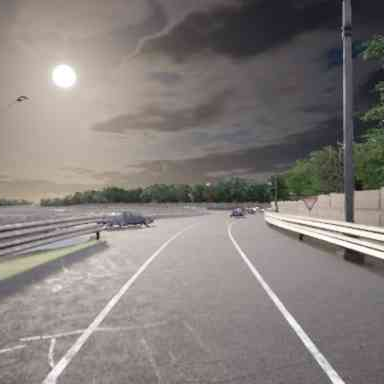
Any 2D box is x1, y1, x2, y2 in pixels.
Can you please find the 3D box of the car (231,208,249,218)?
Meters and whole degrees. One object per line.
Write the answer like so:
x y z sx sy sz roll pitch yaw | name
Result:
7.841 3.549 56.231 1.812 1.442 4.674 0 -2 20 | car

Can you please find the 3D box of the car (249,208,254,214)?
13.991 4.602 81.326 2.128 1.511 4.902 0 -2 5 | car

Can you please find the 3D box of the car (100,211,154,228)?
-5.876 2.460 30.259 2.033 1.411 5.357 -1 -3 35 | car
